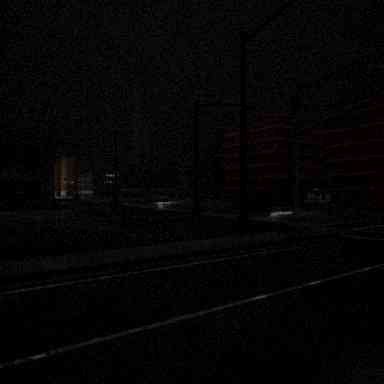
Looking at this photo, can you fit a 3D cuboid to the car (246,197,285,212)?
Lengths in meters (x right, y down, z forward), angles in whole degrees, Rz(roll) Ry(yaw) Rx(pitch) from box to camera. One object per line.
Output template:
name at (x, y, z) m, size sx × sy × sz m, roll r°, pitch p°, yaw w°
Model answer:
car at (7.902, 1.312, 36.537) m, size 1.837 × 1.490 × 4.892 m, roll 0°, pitch 1°, yaw -34°

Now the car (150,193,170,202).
car at (-5.479, 0.926, 56.068) m, size 1.812 × 1.442 × 4.674 m, roll 0°, pitch 1°, yaw -34°
